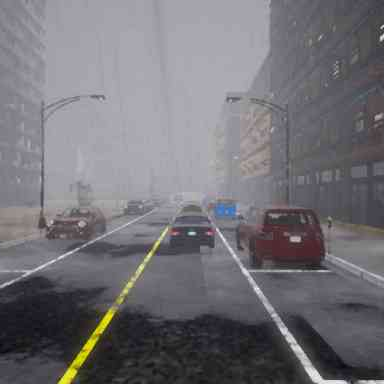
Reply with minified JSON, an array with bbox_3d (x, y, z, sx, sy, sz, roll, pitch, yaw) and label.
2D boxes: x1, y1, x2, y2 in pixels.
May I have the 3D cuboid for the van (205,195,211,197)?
[{"bbox_3d":[2.704,1.325,50.594,1.690,1.788,3.998,1,0,0],"label":"van"}]

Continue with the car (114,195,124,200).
[{"bbox_3d":[-19.718,1.622,93.459,4.403,1.369,2.008,0,0,1],"label":"car"}]

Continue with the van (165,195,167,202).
[{"bbox_3d":[-5.644,1.319,56.207,1.690,1.788,3.998,1,0,0],"label":"van"}]

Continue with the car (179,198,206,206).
[{"bbox_3d":[0.000,1.532,29.650,1.812,1.442,4.674,0,0,0],"label":"car"}]

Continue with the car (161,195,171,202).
[{"bbox_3d":[-5.647,1.501,73.145,1.887,1.381,4.507,1,0,0],"label":"car"}]

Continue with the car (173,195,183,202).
[{"bbox_3d":[-3.001,1.390,72.919,2.033,1.411,5.357,0,0,0],"label":"car"}]

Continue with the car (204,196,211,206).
[{"bbox_3d":[2.701,1.538,39.303,1.887,1.381,4.507,1,0,0],"label":"car"}]

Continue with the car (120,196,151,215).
[{"bbox_3d":[-5.652,1.436,33.624,1.967,1.590,4.097,1,0,0],"label":"car"}]

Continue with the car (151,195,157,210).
[{"bbox_3d":[-5.645,1.433,39.270,1.967,1.590,4.097,1,0,0],"label":"car"}]

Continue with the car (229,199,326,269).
[{"bbox_3d":[2.703,1.315,11.070,2.192,1.841,5.009,1,0,0],"label":"car"}]

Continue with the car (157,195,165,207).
[{"bbox_3d":[-5.647,1.528,50.561,1.887,1.381,4.507,1,0,0],"label":"car"}]

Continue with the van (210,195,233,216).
[{"bbox_3d":[2.703,1.339,28.009,1.690,1.788,3.998,1,0,0],"label":"van"}]

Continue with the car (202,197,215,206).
[{"bbox_3d":[2.701,1.544,56.241,1.947,1.339,4.313,1,0,0],"label":"car"}]

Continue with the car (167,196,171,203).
[{"bbox_3d":[-5.645,1.404,67.499,1.967,1.590,4.097,1,0,0],"label":"car"}]

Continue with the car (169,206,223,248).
[{"bbox_3d":[0.000,1.564,14.649,2.033,1.411,5.357,0,0,0],"label":"car"}]

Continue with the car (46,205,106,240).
[{"bbox_3d":[-5.682,1.440,16.686,1.967,1.590,4.097,1,0,0],"label":"car"}]

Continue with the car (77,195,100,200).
[{"bbox_3d":[-26.377,1.429,84.912,4.097,1.590,1.967,0,0,1],"label":"car"}]
